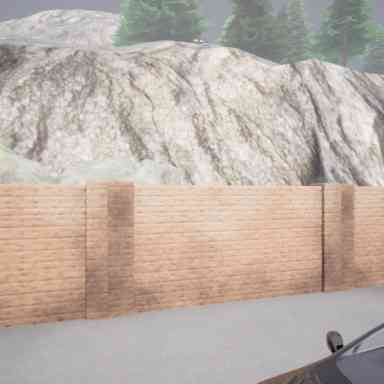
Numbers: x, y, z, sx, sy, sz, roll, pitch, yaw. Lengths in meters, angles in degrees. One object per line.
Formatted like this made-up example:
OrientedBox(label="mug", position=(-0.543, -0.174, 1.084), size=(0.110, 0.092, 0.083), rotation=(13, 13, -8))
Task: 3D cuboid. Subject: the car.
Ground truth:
OrientedBox(label="car", position=(2.100, 1.492, 1.946), size=(4.902, 1.511, 2.128), rotation=(0, 0, -19))
